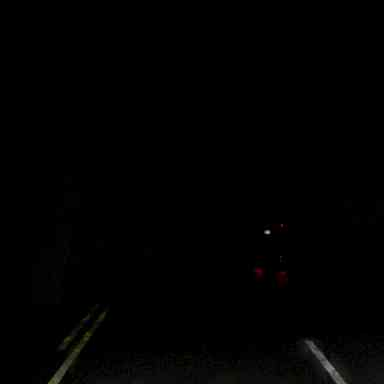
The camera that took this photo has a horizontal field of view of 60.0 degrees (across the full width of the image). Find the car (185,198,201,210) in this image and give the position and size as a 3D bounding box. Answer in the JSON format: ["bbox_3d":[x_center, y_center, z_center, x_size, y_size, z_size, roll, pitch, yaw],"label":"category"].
[{"bbox_3d":[0.096,1.514,42.825,1.882,1.535,5.008,0,0,0],"label":"car"}]

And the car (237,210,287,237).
[{"bbox_3d":[3.598,1.616,18.040,1.895,1.301,4.718,0,0,0],"label":"car"}]
